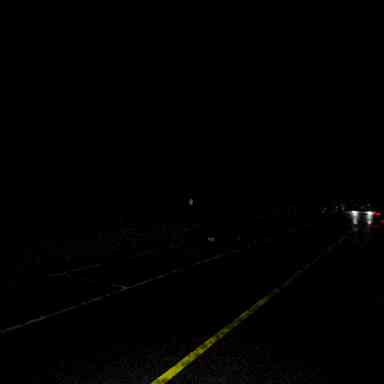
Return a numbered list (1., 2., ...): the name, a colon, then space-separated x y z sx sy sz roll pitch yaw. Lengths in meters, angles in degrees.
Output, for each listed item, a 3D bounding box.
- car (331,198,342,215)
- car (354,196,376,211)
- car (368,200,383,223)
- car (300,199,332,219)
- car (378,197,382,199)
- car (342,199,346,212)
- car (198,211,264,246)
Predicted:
1. car: 13.781 1.567 34.112 1.947 1.339 4.313 0 0 32
2. car: 20.803 1.529 40.226 1.812 1.442 4.674 0 0 32
3. car: 14.566 1.549 24.570 2.033 1.411 5.357 0 0 32
4. car: 10.827 1.583 29.443 1.802 1.307 4.206 0 0 32
5. car: 20.105 1.527 33.506 1.812 1.442 4.674 0 0 32
6. car: 16.735 1.442 38.781 1.967 1.590 4.097 0 0 32
7. car: 1.965 1.566 15.436 1.947 1.339 4.313 0 0 32
